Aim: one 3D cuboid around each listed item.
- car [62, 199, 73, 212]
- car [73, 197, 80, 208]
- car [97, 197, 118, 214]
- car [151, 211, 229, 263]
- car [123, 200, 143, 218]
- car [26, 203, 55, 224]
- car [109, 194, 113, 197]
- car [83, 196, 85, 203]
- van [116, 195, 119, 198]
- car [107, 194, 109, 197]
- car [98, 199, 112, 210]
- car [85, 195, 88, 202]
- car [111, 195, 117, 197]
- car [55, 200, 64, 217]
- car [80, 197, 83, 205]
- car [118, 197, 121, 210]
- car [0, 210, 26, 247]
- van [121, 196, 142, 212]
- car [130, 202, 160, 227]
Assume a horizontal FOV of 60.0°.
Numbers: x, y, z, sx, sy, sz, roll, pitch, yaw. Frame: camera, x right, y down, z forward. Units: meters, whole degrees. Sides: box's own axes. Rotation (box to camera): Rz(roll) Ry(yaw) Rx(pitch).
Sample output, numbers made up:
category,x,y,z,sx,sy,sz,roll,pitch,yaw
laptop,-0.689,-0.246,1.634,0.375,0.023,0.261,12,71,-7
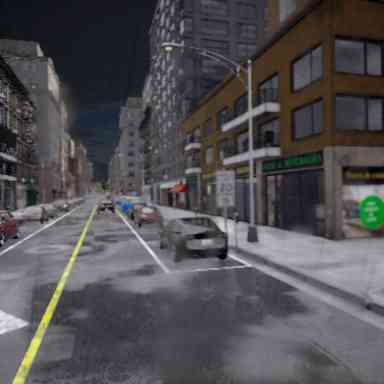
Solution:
category,x,y,z,sx,sy,sz,roll,pitch,yaw
car,-16.458,1.696,41.759,1.967,1.590,4.097,-1,0,-15
car,-19.332,1.856,52.398,2.008,1.369,4.403,-1,0,-15
car,-9.664,1.633,37.471,1.837,1.490,4.892,-1,0,-15
car,-0.080,1.547,11.934,1.947,1.339,4.313,-1,0,-15
car,-4.396,1.604,27.895,1.947,1.339,4.313,-1,0,-15
car,-12.140,1.770,25.800,1.802,1.307,4.206,-1,0,-15
car,-15.903,1.671,70.453,1.967,1.590,4.097,-1,0,-15
car,-23.645,1.962,68.358,1.802,1.307,4.206,-1,0,-15
van,-8.714,1.447,43.853,1.690,1.788,3.998,-1,0,-15
car,-20.219,1.619,86.413,2.192,1.841,5.009,-1,0,-15
car,-12.458,1.777,47.619,1.895,1.301,4.718,-1,0,-15
car,-26.522,1.974,78.999,1.887,1.381,4.507,-1,0,-15
car,-13.027,1.621,59.813,1.967,1.590,4.097,-1,0,-15
car,-13.579,1.760,31.119,2.008,1.369,4.403,-1,0,-15
car,-22.208,1.900,63.038,1.887,1.381,4.507,-1,0,-15
car,-7.272,1.633,38.534,2.008,1.369,4.403,-1,0,-15
car,-9.266,1.589,15.160,1.967,1.590,4.097,-1,0,-15
van,-5.838,1.401,33.214,1.690,1.788,3.998,-1,0,-15
car,-2.957,1.600,22.575,1.802,1.307,4.206,-1,0,-15
